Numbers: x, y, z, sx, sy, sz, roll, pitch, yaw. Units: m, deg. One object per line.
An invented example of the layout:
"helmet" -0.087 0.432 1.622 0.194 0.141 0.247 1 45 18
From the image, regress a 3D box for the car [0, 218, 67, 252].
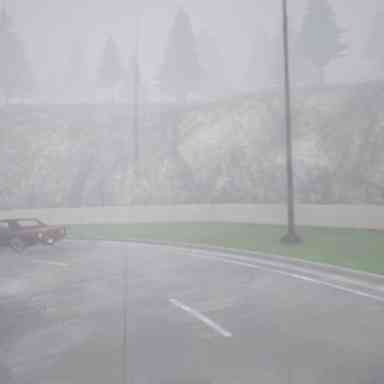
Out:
"car" -8.080 1.837 14.742 4.718 1.301 1.895 -2 0 19
